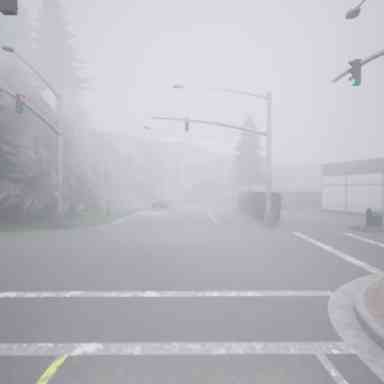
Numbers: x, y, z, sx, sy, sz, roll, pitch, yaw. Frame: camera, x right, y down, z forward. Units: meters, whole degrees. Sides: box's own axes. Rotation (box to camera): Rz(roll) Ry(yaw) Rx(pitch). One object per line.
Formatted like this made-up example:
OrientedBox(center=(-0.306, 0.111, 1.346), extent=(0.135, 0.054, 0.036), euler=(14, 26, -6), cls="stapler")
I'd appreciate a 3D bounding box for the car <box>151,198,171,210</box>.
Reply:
OrientedBox(center=(-3.606, 1.402, 38.837), extent=(1.895, 1.301, 4.718), euler=(0, 0, 2), cls="car")
